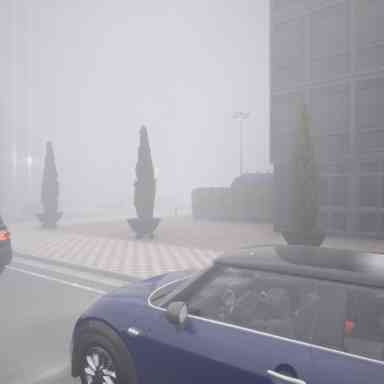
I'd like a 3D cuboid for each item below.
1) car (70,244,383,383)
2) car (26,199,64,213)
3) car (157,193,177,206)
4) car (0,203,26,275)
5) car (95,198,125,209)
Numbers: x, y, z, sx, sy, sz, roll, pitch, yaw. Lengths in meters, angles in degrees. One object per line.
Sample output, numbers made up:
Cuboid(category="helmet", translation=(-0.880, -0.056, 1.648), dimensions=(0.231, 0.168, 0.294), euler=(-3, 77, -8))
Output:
Cuboid(category="car", translation=(0.788, 1.352, 3.431), dimensions=(4.553, 1.767, 2.097), euler=(0, 0, 36))
Cuboid(category="car", translation=(-16.833, 1.491, 37.219), dimensions=(2.128, 1.511, 4.902), euler=(0, 0, 35))
Cuboid(category="car", translation=(-4.794, 1.219, 54.394), dimensions=(2.150, 2.045, 5.566), euler=(0, 0, 35))
Cuboid(category="car", translation=(-7.074, 1.222, 9.017), dimensions=(5.566, 2.045, 2.150), euler=(0, 0, 36))
Cuboid(category="car", translation=(-11.134, 1.564, 45.357), dimensions=(1.994, 1.385, 4.181), euler=(0, 0, 35))
